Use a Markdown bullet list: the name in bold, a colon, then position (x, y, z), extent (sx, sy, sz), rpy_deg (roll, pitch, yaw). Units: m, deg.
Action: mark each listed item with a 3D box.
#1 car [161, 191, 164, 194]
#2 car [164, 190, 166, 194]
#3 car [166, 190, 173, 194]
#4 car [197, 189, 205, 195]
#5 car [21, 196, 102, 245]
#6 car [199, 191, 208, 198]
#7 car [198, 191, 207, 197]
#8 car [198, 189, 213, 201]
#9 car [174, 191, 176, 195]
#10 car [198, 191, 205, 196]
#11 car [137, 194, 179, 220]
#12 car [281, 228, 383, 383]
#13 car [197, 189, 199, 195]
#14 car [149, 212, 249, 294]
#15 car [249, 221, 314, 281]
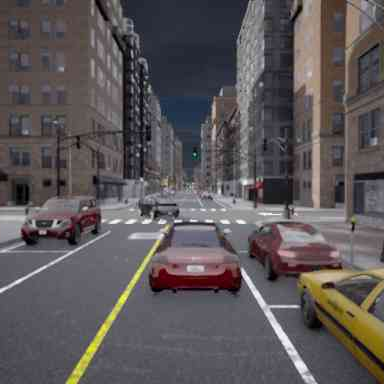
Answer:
- **car**: position (-5.483, 0.913, 46.489), extent (1.887, 1.381, 4.507), rpy_deg (0, 1, 0)
- **car**: position (-5.494, 0.821, 51.772), extent (1.752, 1.417, 4.829), rpy_deg (0, 1, 0)
- **car**: position (-5.528, 0.631, 68.303), extent (1.947, 1.339, 4.313), rpy_deg (0, 1, 0)
- **car**: position (2.439, 0.003, 95.578), extent (2.192, 1.841, 5.009), rpy_deg (0, 1, 0)
- **car**: position (-5.417, 1.116, 14.571), extent (2.192, 1.841, 5.009), rpy_deg (0, 1, 0)
- **car**: position (2.486, 0.533, 73.767), extent (1.887, 1.381, 4.507), rpy_deg (0, 1, 0)
- **car**: position (2.475, 0.463, 79.220), extent (2.008, 1.369, 4.403), rpy_deg (0, 1, 0)
- **car**: position (2.520, 0.658, 57.403), extent (1.967, 1.590, 4.097), rpy_deg (0, 1, 0)
- **car**: position (-5.572, 0.289, 89.945), extent (1.752, 1.417, 4.829), rpy_deg (0, 1, 0)
- **car**: position (2.463, 0.359, 84.843), extent (1.752, 1.417, 4.829), rpy_deg (0, 1, 0)
- **car**: position (-2.558, 1.161, 24.306), extent (2.128, 1.511, 4.902), rpy_deg (0, 1, -27)
- **car**: position (2.630, 1.470, 3.927), extent (1.752, 1.417, 4.829), rpy_deg (0, 1, 0)
- **car**: position (2.497, 0.505, 68.312), extent (1.967, 1.590, 4.097), rpy_deg (0, 1, 0)
- **car**: position (0.078, 1.447, 8.551), extent (1.994, 1.385, 4.181), rpy_deg (0, 1, 0)
- **car**: position (2.619, 1.456, 9.170), extent (1.802, 1.307, 4.206), rpy_deg (0, 1, 0)
